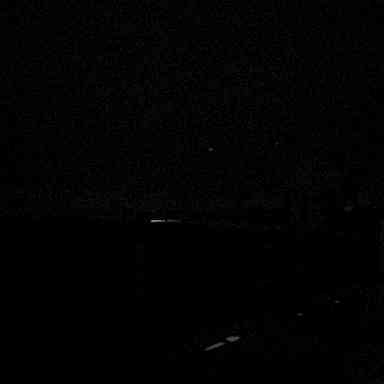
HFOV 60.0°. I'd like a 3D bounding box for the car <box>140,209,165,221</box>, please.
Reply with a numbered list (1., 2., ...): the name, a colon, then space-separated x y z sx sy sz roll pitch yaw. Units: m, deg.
1. car: -5.401 3.027 44.497 1.812 1.442 4.674 0 -2 -35
